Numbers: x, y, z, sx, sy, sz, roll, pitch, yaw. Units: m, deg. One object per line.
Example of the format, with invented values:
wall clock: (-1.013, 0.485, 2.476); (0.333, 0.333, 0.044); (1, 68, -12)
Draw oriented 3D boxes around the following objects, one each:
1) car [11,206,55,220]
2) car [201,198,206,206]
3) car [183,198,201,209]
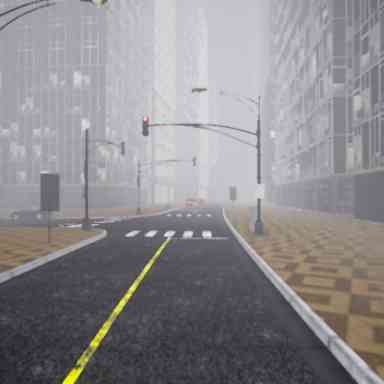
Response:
car: (-16.158, 2.114, 33.753); (4.403, 1.369, 2.008); (-1, 0, 10)
car: (1.699, 1.966, 67.321); (1.837, 1.490, 4.892); (0, 0, 8)
car: (-0.186, 1.727, 52.232); (2.097, 1.767, 4.553); (0, 0, 6)
